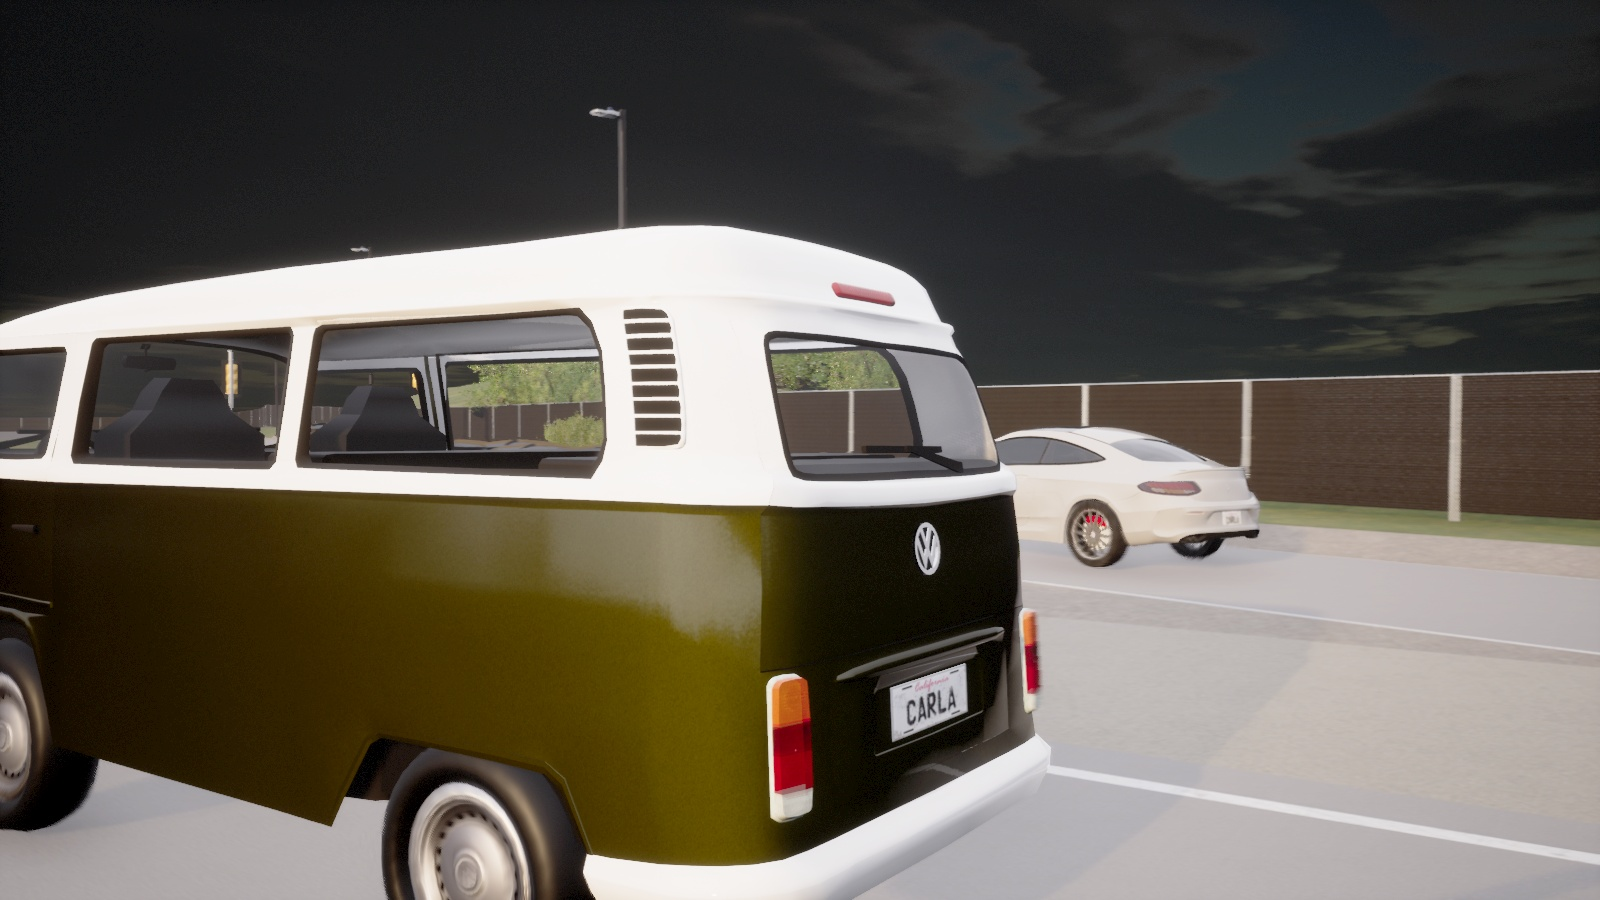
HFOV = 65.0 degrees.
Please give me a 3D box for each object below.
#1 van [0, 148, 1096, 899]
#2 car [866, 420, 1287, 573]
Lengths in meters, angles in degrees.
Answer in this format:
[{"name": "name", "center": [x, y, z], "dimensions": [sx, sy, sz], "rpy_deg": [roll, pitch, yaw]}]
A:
[{"name": "van", "center": [-1.452, 0.407, 4.583], "dimensions": [4.480, 2.038, 2.069], "rpy_deg": [0, 1, 34]}, {"name": "car", "center": [2.940, 0.404, 14.366], "dimensions": [1.812, 1.442, 4.674], "rpy_deg": [-2, 2, -36]}]
